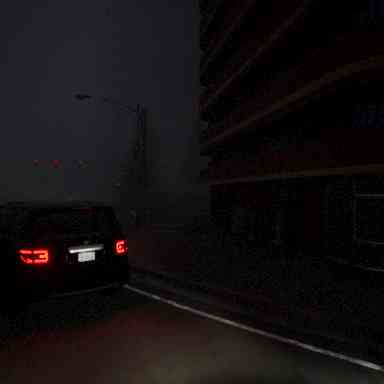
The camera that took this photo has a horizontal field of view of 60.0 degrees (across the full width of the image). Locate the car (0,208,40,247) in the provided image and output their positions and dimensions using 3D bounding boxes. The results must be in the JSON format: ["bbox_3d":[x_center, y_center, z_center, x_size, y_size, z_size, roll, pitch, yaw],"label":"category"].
[{"bbox_3d":[-8.417,1.563,15.842,1.994,1.385,4.181,0,0,-26],"label":"car"}]

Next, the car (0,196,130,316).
[{"bbox_3d":[-3.547,1.221,7.874,2.150,2.045,5.566,0,0,-40],"label":"car"}]
